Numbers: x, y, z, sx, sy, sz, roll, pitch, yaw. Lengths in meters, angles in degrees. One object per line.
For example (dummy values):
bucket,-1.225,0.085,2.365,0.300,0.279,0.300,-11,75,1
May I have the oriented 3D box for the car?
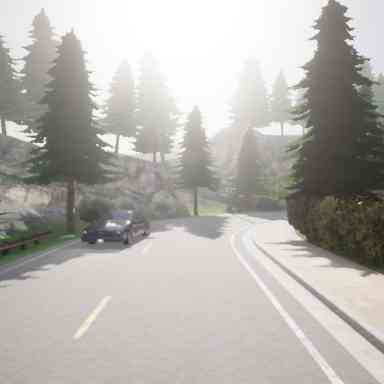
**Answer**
car,-3.360,1.566,15.967,2.033,1.411,5.357,0,0,7
